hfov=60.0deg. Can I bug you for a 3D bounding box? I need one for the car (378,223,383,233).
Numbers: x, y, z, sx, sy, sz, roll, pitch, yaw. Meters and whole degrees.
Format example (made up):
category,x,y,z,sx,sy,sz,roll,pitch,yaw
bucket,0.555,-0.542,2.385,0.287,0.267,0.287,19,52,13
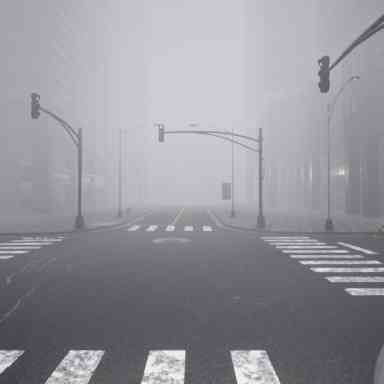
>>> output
category,x,y,z,sx,sy,sz,roll,pitch,yaw
car,11.756,1.564,16.241,4.829,1.417,1.752,0,-1,0
